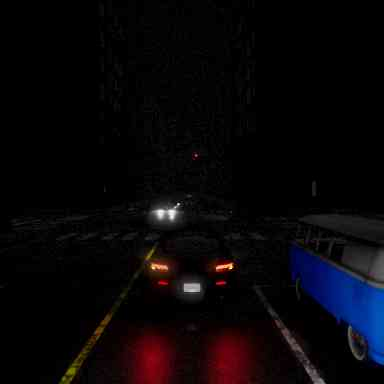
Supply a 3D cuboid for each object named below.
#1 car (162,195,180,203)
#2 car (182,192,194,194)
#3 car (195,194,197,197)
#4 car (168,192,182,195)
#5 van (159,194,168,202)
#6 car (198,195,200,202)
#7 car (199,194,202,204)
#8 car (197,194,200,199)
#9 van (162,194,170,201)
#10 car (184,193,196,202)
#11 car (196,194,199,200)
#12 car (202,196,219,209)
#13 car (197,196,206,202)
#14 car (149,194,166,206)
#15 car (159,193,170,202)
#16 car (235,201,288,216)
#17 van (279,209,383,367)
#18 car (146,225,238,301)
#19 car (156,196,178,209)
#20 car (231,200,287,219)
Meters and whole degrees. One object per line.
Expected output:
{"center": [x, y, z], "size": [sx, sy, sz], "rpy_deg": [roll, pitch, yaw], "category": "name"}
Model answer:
{"center": [-3.425, 1.550, 54.662], "size": [1.994, 1.385, 4.181], "rpy_deg": [0, 0, -1], "category": "car"}
{"center": [-0.737, 1.077, 84.243], "size": [2.150, 2.045, 5.566], "rpy_deg": [0, 0, -1], "category": "car"}
{"center": [2.281, 1.522, 72.314], "size": [2.008, 1.369, 4.403], "rpy_deg": [0, 0, -1], "category": "car"}
{"center": [-3.524, 1.329, 66.387], "size": [2.097, 1.767, 4.553], "rpy_deg": [0, 0, 0], "category": "car"}
{"center": [-6.244, 1.312, 72.198], "size": [1.690, 1.788, 3.998], "rpy_deg": [0, 0, -1], "category": "van"}
{"center": [2.506, 1.536, 55.737], "size": [2.008, 1.369, 4.403], "rpy_deg": [0, 0, -1], "category": "car"}
{"center": [2.580, 1.428, 50.212], "size": [1.967, 1.590, 4.097], "rpy_deg": [0, 0, -1], "category": "car"}
{"center": [2.431, 1.547, 61.263], "size": [1.947, 1.339, 4.313], "rpy_deg": [0, 0, -1], "category": "car"}
{"center": [-6.391, 1.300, 83.248], "size": [1.690, 1.788, 3.998], "rpy_deg": [0, 0, -1], "category": "van"}
{"center": [-0.603, 1.562, 74.243], "size": [1.895, 1.301, 4.718], "rpy_deg": [0, 0, -1], "category": "car"}
{"center": [2.356, 1.521, 66.789], "size": [1.887, 1.381, 4.507], "rpy_deg": [0, 0, -1], "category": "car"}
{"center": [2.653, 1.516, 44.857], "size": [1.752, 1.417, 4.829], "rpy_deg": [0, 0, -1], "category": "car"}
{"center": [2.206, 1.547, 77.839], "size": [1.802, 1.307, 4.206], "rpy_deg": [0, 0, -1], "category": "car"}
{"center": [-6.020, 1.300, 55.622], "size": [2.192, 1.841, 5.009], "rpy_deg": [0, 0, -1], "category": "car"}
{"center": [-6.319, 1.280, 77.724], "size": [2.192, 1.841, 5.009], "rpy_deg": [0, 0, -1], "category": "car"}
{"center": [6.606, 1.588, 32.039], "size": [4.718, 1.301, 1.895], "rpy_deg": [0, 0, -1], "category": "car"}
{"center": [2.855, 1.341, 5.497], "size": [1.690, 1.788, 3.998], "rpy_deg": [0, 0, 0], "category": "van"}
{"center": [0.001, 1.525, 8.175], "size": [1.812, 1.442, 4.674], "rpy_deg": [0, 0, 0], "category": "car"}
{"center": [-3.299, 1.592, 44.706], "size": [1.895, 1.301, 4.718], "rpy_deg": [0, 0, -1], "category": "car"}
{"center": [5.812, 1.502, 28.781], "size": [4.892, 1.490, 1.837], "rpy_deg": [0, 0, -1], "category": "car"}
